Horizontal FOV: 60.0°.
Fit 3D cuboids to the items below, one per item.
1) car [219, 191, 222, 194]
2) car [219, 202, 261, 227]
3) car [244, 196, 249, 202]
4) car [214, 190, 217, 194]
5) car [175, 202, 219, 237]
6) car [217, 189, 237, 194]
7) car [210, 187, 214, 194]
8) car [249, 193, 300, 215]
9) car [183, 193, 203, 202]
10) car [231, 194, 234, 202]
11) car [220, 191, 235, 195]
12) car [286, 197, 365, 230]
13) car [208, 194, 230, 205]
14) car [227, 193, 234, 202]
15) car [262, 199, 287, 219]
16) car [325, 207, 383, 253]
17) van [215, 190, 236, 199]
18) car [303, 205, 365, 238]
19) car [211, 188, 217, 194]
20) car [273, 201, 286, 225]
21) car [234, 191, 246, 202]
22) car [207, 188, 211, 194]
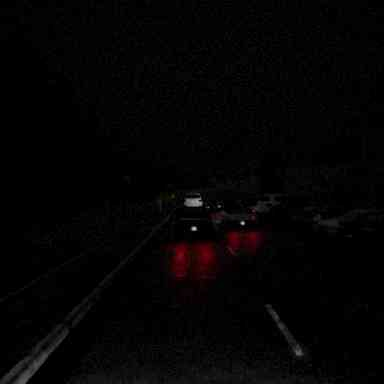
[{"bbox_3d":[8.078,1.061,64.039,4.674,1.452,2.002,0,1,-20],"label":"car"},{"bbox_3d":[3.104,1.607,22.623,1.895,1.301,4.718,0,0,0],"label":"car"},{"bbox_3d":[7.905,1.446,30.946,5.366,1.575,1.946,1,1,-20],"label":"car"},{"bbox_3d":[8.078,0.891,72.985,4.892,1.521,2.231,1,1,-20],"label":"car"},{"bbox_3d":[0.104,1.504,18.103,2.128,1.511,4.902,0,0,0],"label":"car"},{"bbox_3d":[8.055,0.852,67.009,4.553,1.767,2.185,0,1,-20],"label":"car"},{"bbox_3d":[8.115,0.508,81.945,5.566,2.045,2.435,0,1,-20],"label":"car"},{"bbox_3d":[8.104,1.219,28.017,5.566,2.045,2.435,1,0,-20],"label":"car"},{"bbox_3d":[0.108,1.103,39.445,2.150,2.045,5.566,0,1,0],"label":"car"},{"bbox_3d":[8.251,1.323,43.093,5.366,1.575,1.946,1,1,-20],"label":"car"},{"bbox_3d":[8.057,1.094,61.021,4.792,1.488,2.163,0,1,-20],"label":"car"},{"bbox_3d":[8.106,1.373,19.006,4.553,1.767,2.185,1,0,-20],"label":"car"},{"bbox_3d":[3.108,1.376,40.265,1.837,1.490,4.892,0,1,0],"label":"car"},{"bbox_3d":[8.054,1.269,49.016,4.792,1.488,2.163,1,1,-20],"label":"car"},{"bbox_3d":[8.101,1.514,25.020,4.792,1.488,2.163,1,0,-20],"label":"car"},{"bbox_3d":[8.066,1.498,12.995,5.008,1.535,2.097,1,0,-20],"label":"car"},{"bbox_3d":[7.980,0.577,78.902,4.442,1.987,1.878,0,1,-20],"label":"van"},{"bbox_3d":[8.076,1.540,15.995,4.674,1.452,2.002,1,0,-20],"label":"car"},{"bbox_3d":[8.063,0.596,75.949,5.566,2.045,2.435,0,1,-20],"label":"car"},{"bbox_3d":[8.077,1.537,21.995,4.674,1.452,2.002,1,1,-20],"label":"car"},{"bbox_3d":[8.055,1.148,36.998,5.566,2.045,2.435,1,1,-20],"label":"car"},{"bbox_3d":[7.916,0.537,93.802,5.366,1.575,1.946,0,2,-20],"label":"car"}]
